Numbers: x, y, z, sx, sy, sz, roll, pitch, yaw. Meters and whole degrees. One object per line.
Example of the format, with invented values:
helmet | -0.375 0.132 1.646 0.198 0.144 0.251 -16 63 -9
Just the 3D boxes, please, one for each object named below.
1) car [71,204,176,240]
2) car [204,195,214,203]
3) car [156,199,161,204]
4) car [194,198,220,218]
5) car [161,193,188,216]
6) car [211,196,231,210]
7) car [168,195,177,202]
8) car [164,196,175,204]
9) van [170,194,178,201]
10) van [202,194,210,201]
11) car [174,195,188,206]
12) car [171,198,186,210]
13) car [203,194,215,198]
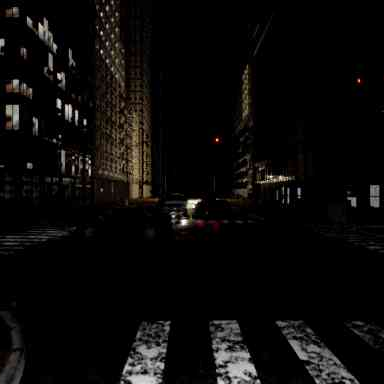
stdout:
car | -3.415 1.496 16.496 4.892 1.490 1.837 1 0 -3
car | 3.544 1.432 69.452 1.967 1.590 4.097 0 0 0
car | -4.173 1.592 47.283 1.802 1.307 4.206 0 0 0
car | 1.224 1.544 30.480 1.812 1.442 4.674 0 0 -1
car | -1.604 1.239 33.749 2.150 2.045 5.566 0 0 0
car | 3.797 1.579 41.815 1.947 1.339 4.313 0 0 0
car | -4.377 1.426 74.921 1.967 1.590 4.097 0 0 0
car | -4.295 1.563 63.866 1.947 1.339 4.313 0 0 0
van | -4.417 1.321 80.448 1.690 1.788 3.998 0 0 0
van | 3.463 1.321 80.506 1.690 1.788 3.998 0 0 0
car | -1.743 1.358 54.139 2.097 1.767 4.553 0 0 -1
car | -1.676 1.538 43.714 1.812 1.442 4.674 0 0 0
car | 3.585 1.313 63.923 2.192 1.841 5.009 0 0 0
